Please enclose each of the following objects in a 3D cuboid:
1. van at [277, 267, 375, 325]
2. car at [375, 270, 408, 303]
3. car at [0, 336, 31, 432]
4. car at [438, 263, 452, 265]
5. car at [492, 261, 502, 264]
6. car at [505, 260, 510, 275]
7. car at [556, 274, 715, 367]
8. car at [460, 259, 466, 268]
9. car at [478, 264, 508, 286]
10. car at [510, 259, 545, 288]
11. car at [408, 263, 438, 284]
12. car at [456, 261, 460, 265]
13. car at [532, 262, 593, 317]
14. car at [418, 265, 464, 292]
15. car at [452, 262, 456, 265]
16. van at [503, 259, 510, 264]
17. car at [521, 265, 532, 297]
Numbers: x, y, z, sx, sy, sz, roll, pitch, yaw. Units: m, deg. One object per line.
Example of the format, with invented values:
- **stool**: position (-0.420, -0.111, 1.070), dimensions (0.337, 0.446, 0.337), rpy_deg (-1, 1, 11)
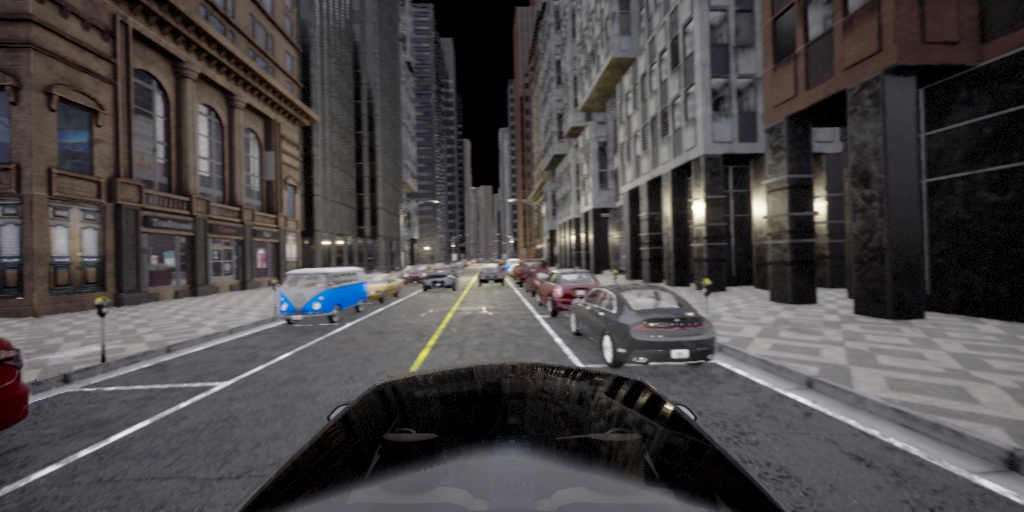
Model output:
- **van**: position (-6.449, 1.292, 12.637), dimensions (1.690, 1.789, 3.998), rpy_deg (0, 0, -4)
- **car**: position (-6.801, 1.506, 18.057), dimensions (1.751, 1.417, 4.829), rpy_deg (0, 0, -4)
- **car**: position (-5.721, 1.210, 1.459), dimensions (2.192, 1.841, 5.009), rpy_deg (0, 0, -4)
- **car**: position (-8.268, 1.540, 40.587), dimensions (1.967, 1.591, 4.097), rpy_deg (0, 0, -4)
- **car**: position (-2.369, 1.546, 39.467), dimensions (1.895, 1.301, 4.718), rpy_deg (-1, 0, -3)
- **car**: position (0.588, 1.381, 35.736), dimensions (1.751, 1.417, 4.829), rpy_deg (0, 0, -4)
- **car**: position (2.419, 1.259, 7.616), dimensions (2.007, 1.370, 4.403), rpy_deg (0, 0, -4)
- **car**: position (-9.724, 1.774, 62.945), dimensions (2.007, 1.370, 4.403), rpy_deg (0, 0, -4)
- **car**: position (-1.516, 1.476, 26.519), dimensions (1.895, 1.301, 4.718), rpy_deg (-1, 0, -3)
- **car**: position (1.327, 1.110, 24.386), dimensions (2.192, 1.841, 5.009), rpy_deg (0, 0, -4)
- **car**: position (-7.540, 1.480, 29.407), dimensions (1.967, 1.591, 4.097), rpy_deg (0, 0, -4)
- **car**: position (-8.996, 1.727, 51.766), dimensions (1.948, 1.339, 4.313), rpy_deg (0, 0, -4)
- **car**: position (2.055, 1.177, 13.206), dimensions (1.967, 1.591, 4.097), rpy_deg (0, 0, -4)
- **car**: position (-4.460, 1.502, 23.049), dimensions (1.994, 1.385, 4.181), rpy_deg (-1, 0, -4)
- **car**: position (-8.632, 1.712, 46.176), dimensions (1.802, 1.307, 4.207), rpy_deg (0, 0, -4)
- **van**: position (0.235, 1.226, 41.157), dimensions (1.690, 1.789, 3.998), rpy_deg (0, 0, -4)
- **car**: position (1.691, 1.348, 18.796), dimensions (1.802, 1.307, 4.207), rpy_deg (0, 0, -4)
